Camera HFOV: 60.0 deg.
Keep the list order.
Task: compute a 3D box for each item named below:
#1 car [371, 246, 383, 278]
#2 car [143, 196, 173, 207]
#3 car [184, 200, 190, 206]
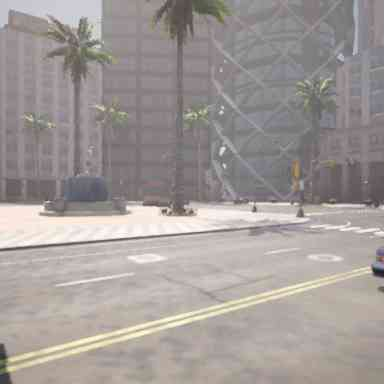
[{"bbox_3d":[6.729,1.562,8.571,5.357,1.411,2.033,0,0,-35],"label":"car"},{"bbox_3d":[-5.098,1.389,50.691,4.553,1.767,2.097,0,0,21],"label":"car"},{"bbox_3d":[-2.822,1.520,53.527,5.008,1.535,1.882,0,0,23],"label":"car"}]
